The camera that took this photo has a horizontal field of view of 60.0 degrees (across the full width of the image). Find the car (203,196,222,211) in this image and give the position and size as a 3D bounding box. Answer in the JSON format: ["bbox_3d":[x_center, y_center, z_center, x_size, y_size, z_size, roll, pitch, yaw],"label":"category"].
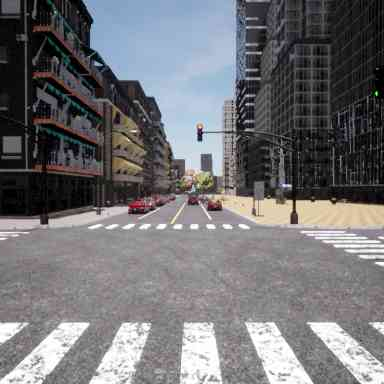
[{"bbox_3d":[2.726,1.549,41.098,1.887,1.381,4.507,-1,0,0],"label":"car"}]

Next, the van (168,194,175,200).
[{"bbox_3d":[-5.524,1.369,91.897,1.690,1.788,3.998,-1,0,0],"label":"van"}]

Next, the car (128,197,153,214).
[{"bbox_3d":[-5.631,1.548,35.408,1.887,1.381,4.507,-1,0,0],"label":"car"}]

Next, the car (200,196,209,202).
[{"bbox_3d":[2.793,1.563,74.992,1.887,1.381,4.507,-1,0,0],"label":"car"}]

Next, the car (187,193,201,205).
[{"bbox_3d":[0.217,1.489,59.393,1.882,1.535,5.008,0,0,0],"label":"car"}]

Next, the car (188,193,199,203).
[{"bbox_3d":[0.252,1.237,70.043,2.150,2.045,5.566,0,0,0],"label":"car"}]

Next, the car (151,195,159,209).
[{"bbox_3d":[-5.622,1.444,41.057,1.967,1.590,4.097,-1,0,0],"label":"car"}]

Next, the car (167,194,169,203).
[{"bbox_3d":[-5.589,1.451,58.004,1.967,1.590,4.097,-1,0,0],"label":"car"}]

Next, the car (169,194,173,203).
[{"bbox_3d":[-5.565,1.598,69.302,1.802,1.307,4.206,-1,0,0],"label":"car"}]

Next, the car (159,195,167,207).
[{"bbox_3d":[-5.602,1.323,52.356,2.192,1.841,5.009,-1,0,0],"label":"car"}]

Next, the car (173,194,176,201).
[{"bbox_3d":[-5.536,1.339,86.249,2.192,1.841,5.009,-1,0,0],"label":"car"}]

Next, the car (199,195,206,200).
[{"bbox_3d":[2.826,1.553,92.110,1.752,1.417,4.829,-1,0,0],"label":"car"}]

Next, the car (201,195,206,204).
[{"bbox_3d":[2.771,1.564,63.694,2.008,1.369,4.403,-1,0,0],"label":"car"}]
